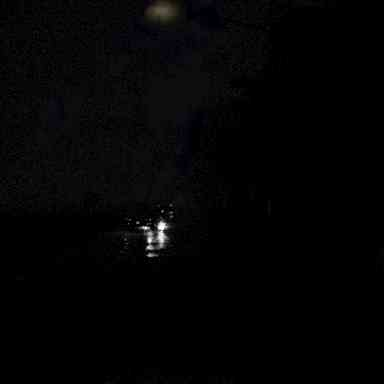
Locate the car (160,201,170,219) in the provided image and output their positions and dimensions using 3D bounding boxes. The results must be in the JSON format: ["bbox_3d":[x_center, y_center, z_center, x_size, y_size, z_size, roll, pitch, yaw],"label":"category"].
[{"bbox_3d":[-3.476,1.881,32.942,1.895,1.301,4.718,0,0,-1],"label":"car"}]

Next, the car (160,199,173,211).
[{"bbox_3d":[-3.634,1.701,45.510,2.097,1.767,4.553,0,0,-3],"label":"car"}]

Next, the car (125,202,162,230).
[{"bbox_3d":[-3.368,1.700,22.936,1.837,1.490,4.892,0,-1,-1],"label":"car"}]
